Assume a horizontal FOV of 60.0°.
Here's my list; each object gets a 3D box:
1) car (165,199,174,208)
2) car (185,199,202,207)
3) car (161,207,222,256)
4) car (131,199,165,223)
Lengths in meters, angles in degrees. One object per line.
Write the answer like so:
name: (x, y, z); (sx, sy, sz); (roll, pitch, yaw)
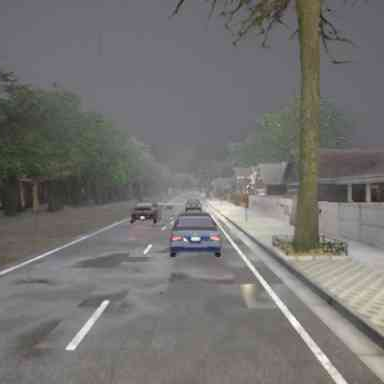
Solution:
car: (-3.310, 1.508, 42.501); (1.895, 1.301, 4.718); (0, 0, 0)
car: (0.179, 1.470, 37.477); (2.033, 1.411, 5.357); (0, 0, 0)
car: (0.122, 1.528, 13.055); (2.033, 1.411, 5.357); (0, 0, 0)
car: (-3.348, 1.460, 24.944); (1.837, 1.490, 4.892); (0, 0, 0)
